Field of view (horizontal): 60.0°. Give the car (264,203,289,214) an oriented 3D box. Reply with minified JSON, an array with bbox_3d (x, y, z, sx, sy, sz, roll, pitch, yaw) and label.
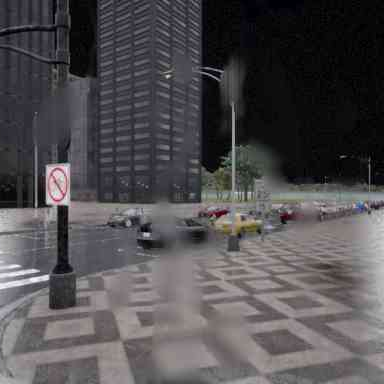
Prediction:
[{"bbox_3d":[12.127,2.303,47.426,2.008,1.369,4.403,-1,-2,35],"label":"car"}]

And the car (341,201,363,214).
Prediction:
[{"bbox_3d":[22.342,2.293,47.069,1.967,1.590,4.097,-1,-2,35],"label":"car"}]

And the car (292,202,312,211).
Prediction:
[{"bbox_3d":[18.682,2.492,56.616,2.008,1.369,4.403,-1,-2,35],"label":"car"}]

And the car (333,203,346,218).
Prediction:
[{"bbox_3d":[15.792,2.245,37.881,1.802,1.307,4.206,-1,-2,36],"label":"car"}]

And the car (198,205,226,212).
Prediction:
[{"bbox_3d":[2.298,2.014,33.643,1.887,1.381,4.507,-1,-2,35],"label":"car"}]

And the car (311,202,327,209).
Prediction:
[{"bbox_3d":[25.236,2.671,65.805,1.887,1.381,4.507,-1,-2,35],"label":"car"}]

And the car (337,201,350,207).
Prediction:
[{"bbox_3d":[38.345,3.035,84.183,2.008,1.369,4.403,-1,-1,35],"label":"car"}]

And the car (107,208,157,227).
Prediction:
[{"bbox_3d":[-4.255,1.840,24.453,2.008,1.369,4.403,-1,-1,35],"label":"car"}]

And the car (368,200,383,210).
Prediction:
[{"bbox_3d":[35.451,2.537,65.452,2.192,1.841,5.009,-1,-2,35],"label":"car"}]

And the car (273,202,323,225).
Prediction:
[{"bbox_3d":[9.233,1.790,28.693,2.192,1.841,5.009,-1,-2,35],"label":"car"}]

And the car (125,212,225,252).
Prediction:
[{"bbox_3d":[-0.596,1.774,14.903,1.947,1.339,4.313,-1,-2,35],"label":"car"}]

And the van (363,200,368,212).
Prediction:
[{"bbox_3d":[25.619,2.288,51.666,1.690,1.788,3.998,-1,-2,35],"label":"van"}]

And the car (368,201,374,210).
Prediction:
[{"bbox_3d":[28.897,2.590,56.256,2.008,1.369,4.403,-1,-2,35],"label":"car"}]

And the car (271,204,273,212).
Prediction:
[{"bbox_3d":[8.851,2.208,42.832,2.008,1.369,4.403,-1,-2,35],"label":"car"}]

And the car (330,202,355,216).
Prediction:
[{"bbox_3d":[19.065,2.303,42.472,1.887,1.381,4.507,-1,-2,35],"label":"car"}]

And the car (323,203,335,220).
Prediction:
[{"bbox_3d":[12.511,2.113,33.282,1.887,1.381,4.507,-1,-2,35],"label":"car"}]

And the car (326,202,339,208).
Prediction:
[{"bbox_3d":[31.791,2.889,74.994,1.802,1.307,4.206,-1,-2,35],"label":"car"}]

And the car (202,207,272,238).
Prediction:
[{"bbox_3d":[2.779,1.823,19.636,1.752,1.417,4.829,-1,-2,35],"label":"car"}]

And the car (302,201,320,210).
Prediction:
[{"bbox_3d":[21.959,2.474,61.213,1.967,1.590,4.097,-1,-2,35],"label":"car"}]
